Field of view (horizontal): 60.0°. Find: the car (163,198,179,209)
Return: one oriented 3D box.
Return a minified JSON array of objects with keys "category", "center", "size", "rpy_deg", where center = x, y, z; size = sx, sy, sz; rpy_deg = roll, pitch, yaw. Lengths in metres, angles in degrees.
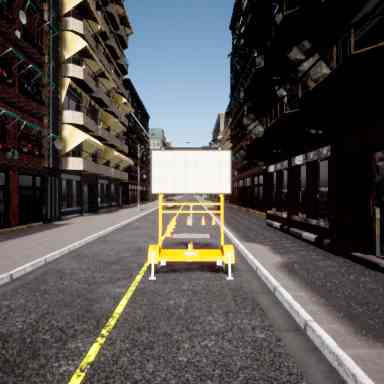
[{"category":"car","center":[-2.854,1.551,44.816],"size":[1.812,1.442,4.674],"rpy_deg":[0,0,0]}]

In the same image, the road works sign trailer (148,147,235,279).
[{"category":"road works sign trailer","center":[-0.023,0.466,9.985],"size":[2.380,3.560,2.880],"rpy_deg":[0,0,0]}]
